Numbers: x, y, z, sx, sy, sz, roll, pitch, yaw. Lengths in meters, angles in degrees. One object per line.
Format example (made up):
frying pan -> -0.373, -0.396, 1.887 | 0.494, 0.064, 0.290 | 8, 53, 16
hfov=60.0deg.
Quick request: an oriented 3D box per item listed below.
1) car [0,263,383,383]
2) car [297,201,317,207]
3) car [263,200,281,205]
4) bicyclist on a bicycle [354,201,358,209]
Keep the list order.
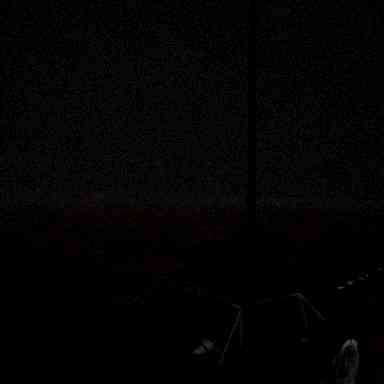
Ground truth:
car -> 0.131, 1.609, 3.629 | 4.718, 1.301, 1.895 | 0, 0, -37
car -> 25.664, 2.727, 74.468 | 1.895, 1.301, 4.718 | 3, -2, -21
car -> 20.538, 2.773, 86.185 | 1.895, 1.301, 4.718 | 4, -2, -34
bicyclist on a bicycle -> 29.485, 2.397, 60.099 | 0.659, 1.776, 1.843 | 3, -1, -6
